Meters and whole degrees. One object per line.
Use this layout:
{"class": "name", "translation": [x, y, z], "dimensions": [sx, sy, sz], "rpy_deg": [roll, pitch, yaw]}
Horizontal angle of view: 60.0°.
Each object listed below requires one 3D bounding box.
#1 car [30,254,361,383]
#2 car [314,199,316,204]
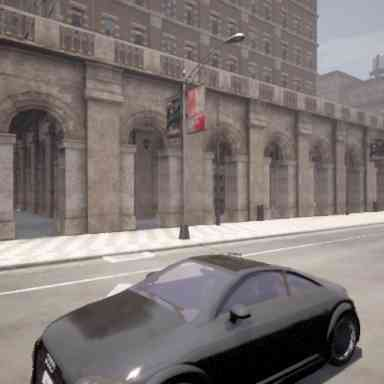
{"class": "car", "translation": [0.286, 1.563, 4.219], "dimensions": [4.181, 1.385, 1.994], "rpy_deg": [0, 0, -36]}
{"class": "car", "translation": [20.450, 1.566, 60.727], "dimensions": [1.895, 1.301, 4.718], "rpy_deg": [0, 0, -37]}
